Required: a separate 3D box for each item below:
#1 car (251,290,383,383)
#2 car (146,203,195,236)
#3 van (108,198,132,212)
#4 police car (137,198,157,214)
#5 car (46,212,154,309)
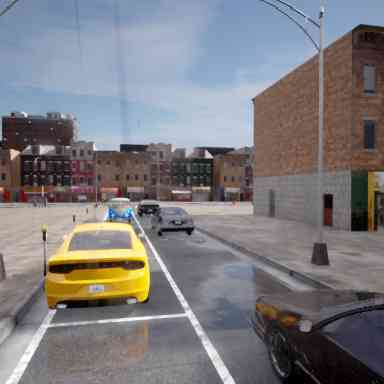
[{"bbox_3d":[2.251,1.547,2.505,2.033,1.411,5.357,0,0,-12],"label":"car"},{"bbox_3d":[-1.210,1.547,18.577,2.033,1.411,5.357,0,0,-12],"label":"car"},{"bbox_3d":[-5.313,1.344,24.570,1.690,1.788,3.998,-1,0,-12],"label":"van"},{"bbox_3d":[-4.291,1.432,32.381,1.930,1.638,5.238,0,0,-12],"label":"police car"},{"bbox_3d":[-2.122,1.477,8.024,1.882,1.535,5.008,0,0,-12],"label":"car"}]
